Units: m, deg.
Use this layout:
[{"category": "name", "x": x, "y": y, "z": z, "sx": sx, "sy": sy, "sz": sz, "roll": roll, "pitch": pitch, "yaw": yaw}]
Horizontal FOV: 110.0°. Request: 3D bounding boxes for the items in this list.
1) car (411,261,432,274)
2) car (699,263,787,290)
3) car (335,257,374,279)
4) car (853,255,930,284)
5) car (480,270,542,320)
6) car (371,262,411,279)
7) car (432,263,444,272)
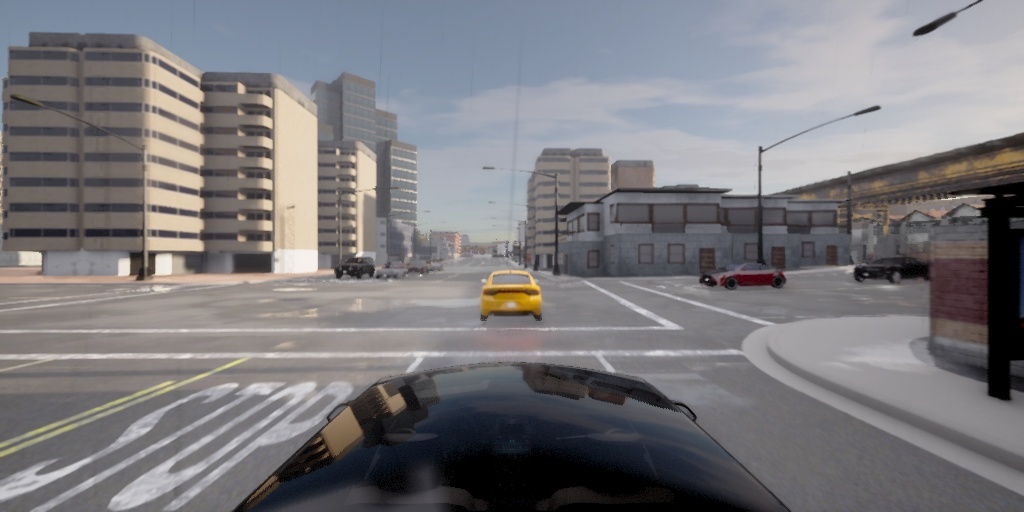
[{"category": "car", "x": -12.027, "y": 1.413, "z": 45.764, "sx": 2.097, "sy": 1.767, "sz": 4.553, "roll": 0, "pitch": -1, "yaw": -2}, {"category": "car", "x": 12.706, "y": 1.067, "z": 19.897, "sx": 4.181, "sy": 1.385, "sz": 1.994, "roll": -1, "pitch": 0, "yaw": -4}, {"category": "car", "x": -15.080, "y": 1.105, "z": 34.873, "sx": 2.150, "sy": 2.045, "sz": 5.566, "roll": 0, "pitch": -1, "yaw": -2}, {"category": "car", "x": 22.845, "y": 0.739, "z": 21.423, "sx": 5.008, "sy": 1.535, "sz": 1.882, "roll": -2, "pitch": 0, "yaw": -16}, {"category": "car", "x": -0.063, "y": 1.243, "z": 12.651, "sx": 1.882, "sy": 1.535, "sz": 5.008, "roll": 0, "pitch": 0, "yaw": -1}, {"category": "car", "x": -11.566, "y": 1.477, "z": 34.628, "sx": 1.895, "sy": 1.301, "sz": 4.718, "roll": 0, "pitch": -1, "yaw": -2}, {"category": "car", "x": -12.558, "y": 1.913, "z": 60.179, "sx": 1.812, "sy": 1.442, "sz": 4.674, "roll": 0, "pitch": -1, "yaw": -2}]
